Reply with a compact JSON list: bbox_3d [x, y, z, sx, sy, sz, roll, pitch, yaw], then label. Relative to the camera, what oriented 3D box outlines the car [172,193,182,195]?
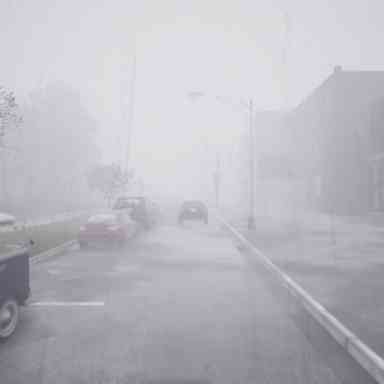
[{"bbox_3d":[-3.659,1.556,64.881,2.097,1.535,5.008,0,0,2],"label":"car"}]

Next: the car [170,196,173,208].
[{"bbox_3d":[-3.657,1.520,37.149,2.097,1.535,5.008,0,0,2],"label":"car"}]

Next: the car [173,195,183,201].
[{"bbox_3d":[-3.673,1.601,87.092,2.163,1.488,4.792,-1,0,2],"label":"car"}]

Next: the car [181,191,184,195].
[{"bbox_3d":[-3.660,1.290,73.834,2.435,2.045,5.566,0,0,2],"label":"car"}]

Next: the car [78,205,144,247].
[{"bbox_3d":[-3.655,1.547,14.972,2.002,1.452,4.674,0,0,0],"label":"car"}]

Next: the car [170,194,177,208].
[{"bbox_3d":[-3.650,1.533,47.402,1.946,1.575,5.366,0,0,2],"label":"car"}]

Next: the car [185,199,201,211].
[{"bbox_3d":[0.094,1.591,42.985,1.994,1.385,4.181,0,0,0],"label":"car"}]

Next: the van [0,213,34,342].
[{"bbox_3d":[-3.649,1.279,4.001,1.878,1.987,4.442,0,0,2],"label":"van"}]

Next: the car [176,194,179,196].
[{"bbox_3d":[-3.658,1.559,53.783,2.097,1.535,5.008,0,0,2],"label":"car"}]

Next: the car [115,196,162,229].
[{"bbox_3d":[-3.656,1.272,21.717,2.435,2.045,5.566,0,0,1],"label":"car"}]

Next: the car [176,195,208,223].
[{"bbox_3d":[0.096,1.358,25.570,2.097,1.767,4.553,0,0,0],"label":"car"}]

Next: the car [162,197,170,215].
[{"bbox_3d":[-3.655,1.501,31.601,2.097,1.535,5.008,0,0,2],"label":"car"}]
